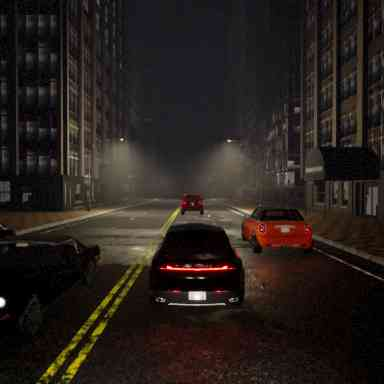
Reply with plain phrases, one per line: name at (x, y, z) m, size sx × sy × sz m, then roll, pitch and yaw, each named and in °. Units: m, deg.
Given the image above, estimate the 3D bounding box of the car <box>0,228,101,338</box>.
car at (-3.363, 1.599, 6.715) m, size 1.895 × 1.301 × 4.718 m, roll 0°, pitch 0°, yaw 0°

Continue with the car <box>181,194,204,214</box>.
car at (0.035, 1.198, 33.684) m, size 2.150 × 2.045 × 5.566 m, roll 0°, pitch 0°, yaw 0°

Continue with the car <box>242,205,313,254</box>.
car at (3.304, 1.346, 13.709) m, size 2.097 × 1.767 × 4.553 m, roll 0°, pitch 0°, yaw 2°

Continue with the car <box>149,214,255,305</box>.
car at (0.084, 1.502, 8.029) m, size 1.837 × 1.490 × 4.892 m, roll 0°, pitch 0°, yaw 0°

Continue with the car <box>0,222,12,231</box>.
car at (-6.617, 1.502, 8.973) m, size 1.837 × 1.490 × 4.892 m, roll 0°, pitch 0°, yaw 0°
